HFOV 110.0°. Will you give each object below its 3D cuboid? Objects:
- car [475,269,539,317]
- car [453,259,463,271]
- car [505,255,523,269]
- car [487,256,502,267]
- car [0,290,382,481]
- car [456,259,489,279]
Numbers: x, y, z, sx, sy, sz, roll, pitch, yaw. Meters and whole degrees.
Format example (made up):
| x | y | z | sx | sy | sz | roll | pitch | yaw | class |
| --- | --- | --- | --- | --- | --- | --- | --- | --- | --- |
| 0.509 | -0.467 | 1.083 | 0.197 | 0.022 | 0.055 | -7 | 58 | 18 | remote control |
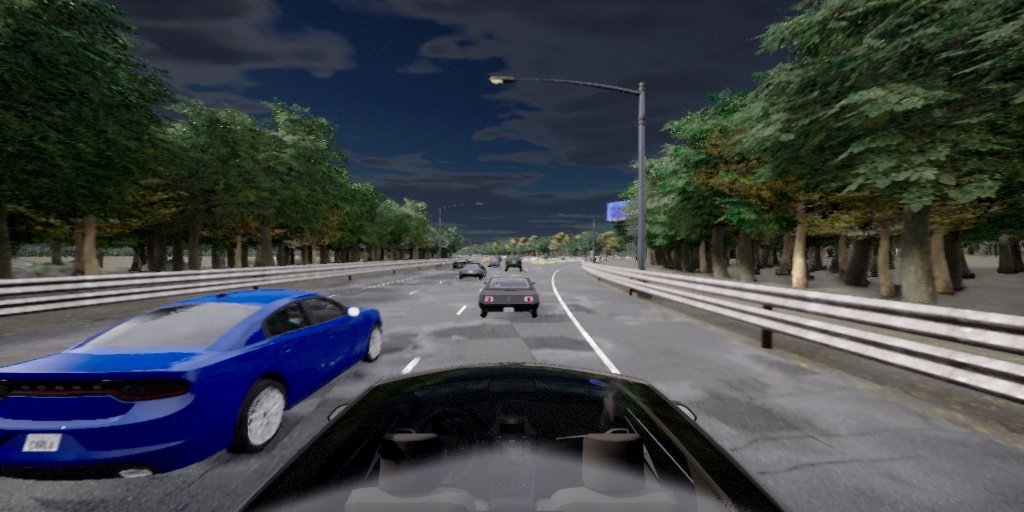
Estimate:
| x | y | z | sx | sy | sz | roll | pitch | yaw | class |
| --- | --- | --- | --- | --- | --- | --- | --- | --- | --- |
| -0.090 | 1.342 | 13.128 | 1.895 | 1.301 | 4.718 | 0 | 0 | 0 | car |
| -6.649 | 1.122 | 48.006 | 1.882 | 1.535 | 5.008 | 0 | 0 | 1 | car |
| 0.242 | 0.884 | 47.164 | 2.150 | 2.045 | 5.566 | 0 | 0 | 1 | car |
| -2.992 | 1.183 | 61.565 | 2.033 | 1.411 | 5.357 | 0 | 0 | 0 | car |
| -3.476 | 1.219 | 5.117 | 1.882 | 1.535 | 5.008 | 0 | 0 | 0 | car |
| -3.352 | 1.259 | 31.265 | 1.994 | 1.385 | 4.181 | 0 | 0 | 1 | car |
